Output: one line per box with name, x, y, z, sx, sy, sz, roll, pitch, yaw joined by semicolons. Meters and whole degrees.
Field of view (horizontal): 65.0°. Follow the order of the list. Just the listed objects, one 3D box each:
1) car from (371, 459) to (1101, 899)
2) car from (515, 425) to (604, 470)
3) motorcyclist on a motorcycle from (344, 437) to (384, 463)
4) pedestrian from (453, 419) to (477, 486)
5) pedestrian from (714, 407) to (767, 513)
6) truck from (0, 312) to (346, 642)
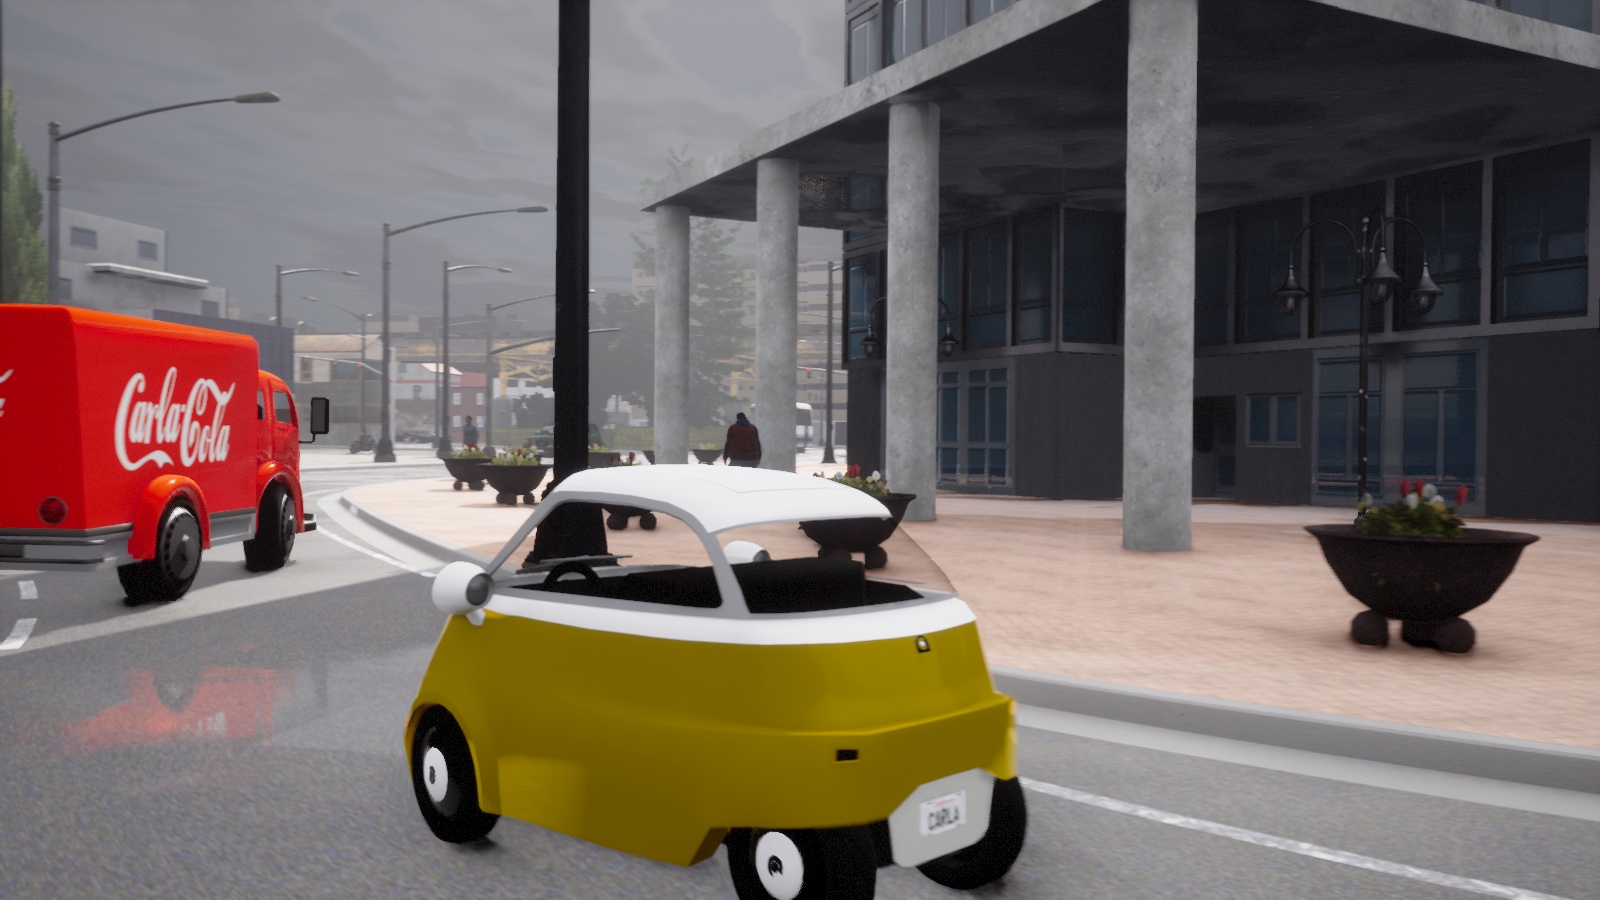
car;-0.301;0.740;4.470;1.481;1.376;2.207;-1;1;-45
car;-11.406;-0.130;59.979;2.150;2.045;5.566;0;1;12
motorcyclist on a motorcycle;-27.510;-0.017;79.223;2.350;1.649;0.766;0;1;12
pedestrian;-9.397;0.069;35.253;0.353;1.847;0.614;0;1;16
pedestrian;-1.062;0.162;22.343;0.634;1.844;0.899;-1;1;-25
truck;-6.554;0.168;11.993;2.627;2.467;5.204;0;1;-1
